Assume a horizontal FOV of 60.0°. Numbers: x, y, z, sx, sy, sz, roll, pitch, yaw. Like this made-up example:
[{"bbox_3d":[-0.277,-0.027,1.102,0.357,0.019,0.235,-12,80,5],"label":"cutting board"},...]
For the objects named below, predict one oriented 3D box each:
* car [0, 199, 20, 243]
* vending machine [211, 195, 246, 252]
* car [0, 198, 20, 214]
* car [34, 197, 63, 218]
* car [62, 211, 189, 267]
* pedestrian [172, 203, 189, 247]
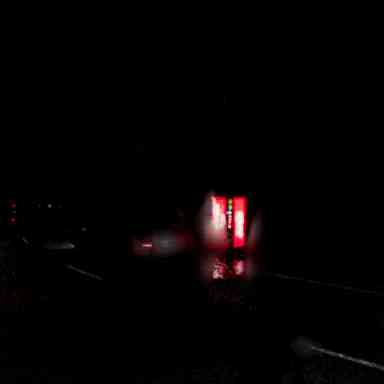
[{"bbox_3d":[-9.130,1.273,15.051,2.097,1.767,4.553,0,0,-32],"label":"car"},{"bbox_3d":[1.425,1.165,12.956,1.100,2.100,0.880,0,0,-43],"label":"vending machine"},{"bbox_3d":[-18.715,1.375,33.779,2.033,1.411,5.357,0,0,-26],"label":"car"},{"bbox_3d":[-12.699,1.218,29.367,2.097,1.767,4.553,0,0,-26],"label":"car"},{"bbox_3d":[-2.366,1.506,11.356,2.033,1.411,5.357,0,0,-41],"label":"car"},{"bbox_3d":[-0.467,1.258,12.247,0.375,1.860,0.375,0,0,-42],"label":"pedestrian"}]
